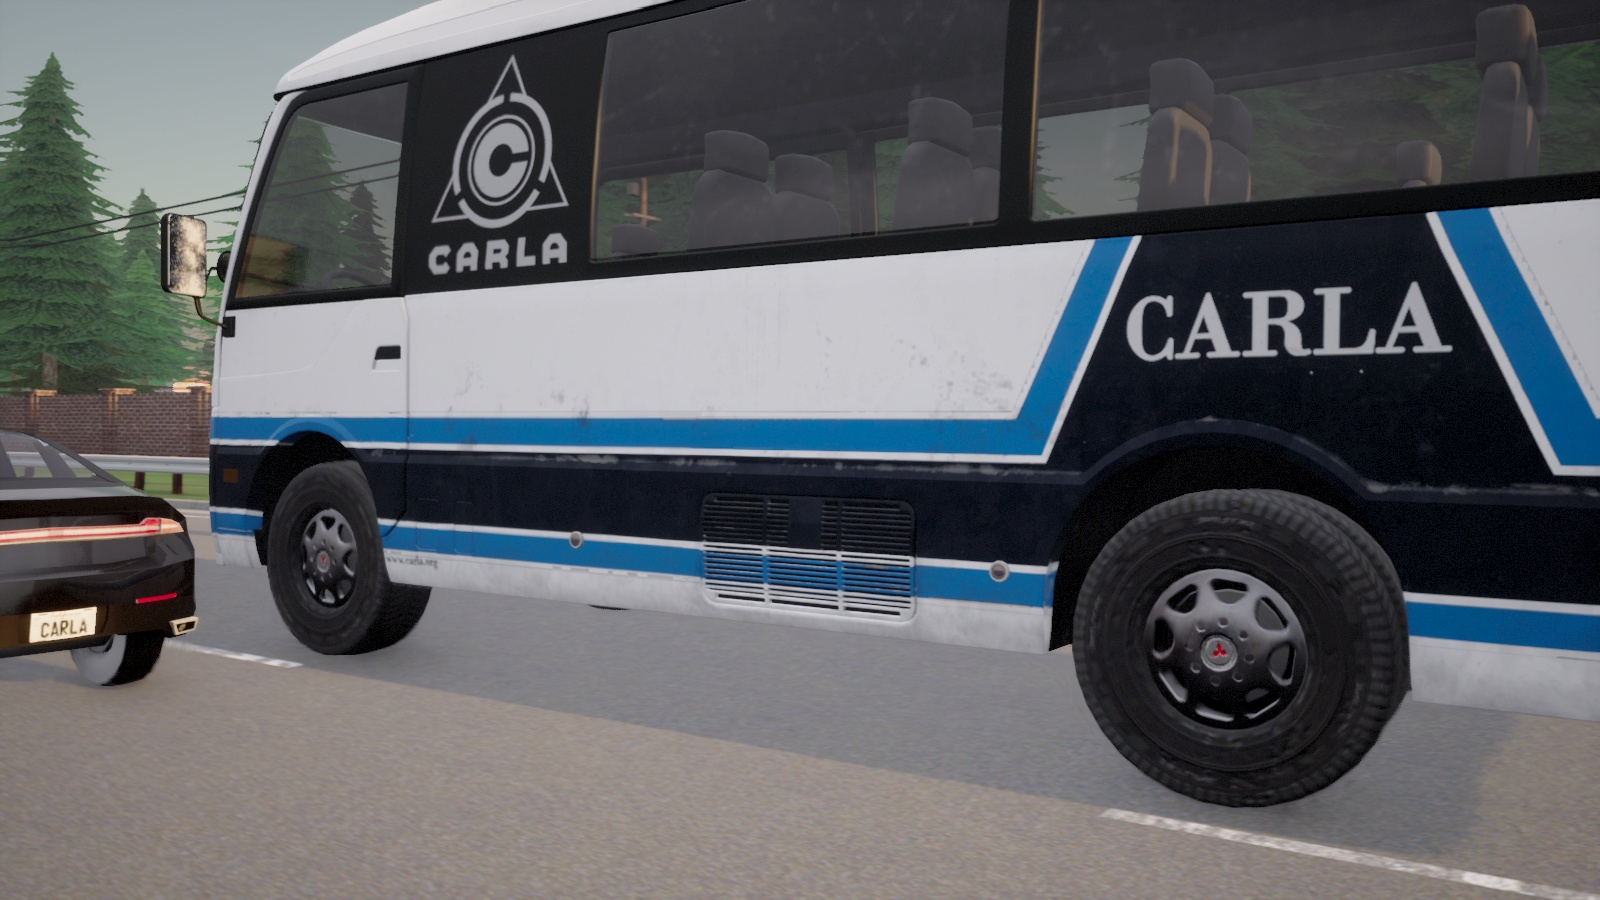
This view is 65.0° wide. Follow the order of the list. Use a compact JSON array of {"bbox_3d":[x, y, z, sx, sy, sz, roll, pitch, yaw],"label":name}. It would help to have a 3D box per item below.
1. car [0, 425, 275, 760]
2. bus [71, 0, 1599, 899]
[{"bbox_3d":[-5.483,0.638,7.265,4.902,1.511,2.128,0,1,34],"label":"car"},{"bbox_3d":[0.291,-0.752,7.600,10.273,4.253,3.944,0,1,34],"label":"bus"}]
